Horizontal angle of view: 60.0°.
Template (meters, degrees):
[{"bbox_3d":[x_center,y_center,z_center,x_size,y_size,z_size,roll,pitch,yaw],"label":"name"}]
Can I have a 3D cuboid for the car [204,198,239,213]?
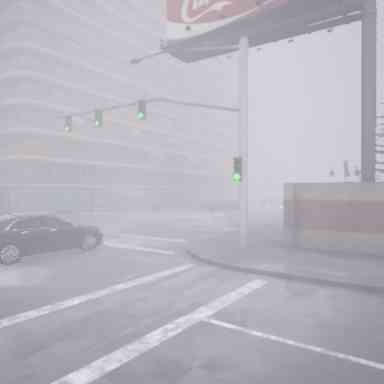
[{"bbox_3d":[3.728,1.449,36.999,1.882,1.535,5.008,0,0,35],"label":"car"}]

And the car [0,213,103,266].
[{"bbox_3d":[-5.403,1.494,11.687,1.837,1.490,4.892,0,0,35],"label":"car"}]

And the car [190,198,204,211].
[{"bbox_3d":[1.641,1.457,40.113,2.128,1.511,4.902,0,0,35],"label":"car"}]

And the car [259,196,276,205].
[{"bbox_3d":[12.945,1.513,56.013,1.837,1.490,4.892,0,0,35],"label":"car"}]

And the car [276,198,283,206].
[{"bbox_3d":[15.718,1.541,53.873,1.994,1.385,4.181,0,0,35],"label":"car"}]
